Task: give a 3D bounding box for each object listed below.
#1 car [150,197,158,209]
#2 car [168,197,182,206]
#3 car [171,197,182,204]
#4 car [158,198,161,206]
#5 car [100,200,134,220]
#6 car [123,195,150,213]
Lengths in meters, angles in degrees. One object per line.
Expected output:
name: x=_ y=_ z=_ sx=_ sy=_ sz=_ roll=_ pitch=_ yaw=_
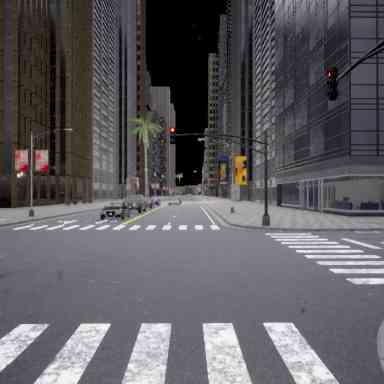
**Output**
car: x=-6.651 y=1.484 z=48.388 sx=2.097 sy=1.767 sz=4.553 roll=0 pitch=0 yaw=0
car: x=-3.226 y=1.782 z=59.806 sx=1.895 sy=1.301 sz=4.718 roll=0 pitch=0 yaw=0
car: x=-3.237 y=1.790 z=69.702 sx=1.994 sy=1.385 sz=4.181 roll=0 pitch=0 yaw=0
car: x=-6.620 y=1.653 z=58.528 sx=1.882 sy=1.535 sz=5.008 roll=0 pitch=0 yaw=0
car: x=-6.634 y=1.628 z=29.136 sx=1.994 sy=1.385 sz=4.181 roll=0 pitch=0 yaw=0
car: x=-6.647 y=1.315 z=38.460 sx=2.150 sy=2.045 sz=5.566 roll=0 pitch=0 yaw=0
